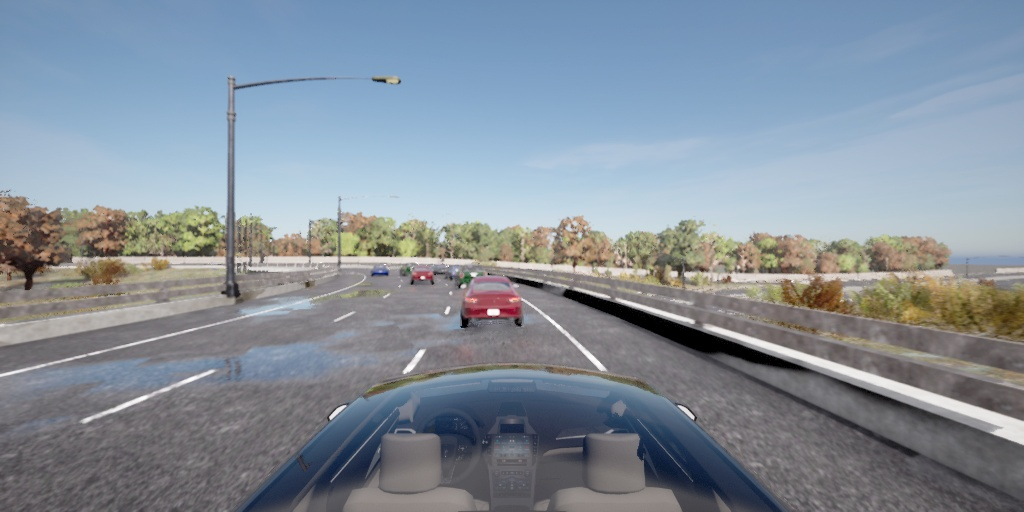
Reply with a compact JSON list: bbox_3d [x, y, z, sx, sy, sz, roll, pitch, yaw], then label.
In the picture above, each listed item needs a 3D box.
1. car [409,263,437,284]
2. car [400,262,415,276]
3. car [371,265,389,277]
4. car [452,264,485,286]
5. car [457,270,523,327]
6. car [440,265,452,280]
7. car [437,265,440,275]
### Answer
[{"bbox_3d":[-7.703,1.586,30.782,1.812,1.442,4.674,0,-1,-15],"label":"car"},{"bbox_3d":[-12.856,1.570,45.113,2.097,1.767,4.553,0,-1,-23],"label":"car"},{"bbox_3d":[-16.427,1.790,44.599,1.994,1.385,4.181,0,-1,-23],"label":"car"},{"bbox_3d":[-3.010,1.351,26.129,2.097,1.767,4.553,0,0,-12],"label":"car"},{"bbox_3d":[-0.724,1.378,11.979,1.812,1.442,4.674,0,-1,-5],"label":"car"},{"bbox_3d":[-5.645,1.652,36.182,2.033,1.411,5.357,0,-1,-18],"label":"car"},{"bbox_3d":[-9.190,1.772,45.435,1.994,1.385,4.181,0,-1,-22],"label":"car"}]
